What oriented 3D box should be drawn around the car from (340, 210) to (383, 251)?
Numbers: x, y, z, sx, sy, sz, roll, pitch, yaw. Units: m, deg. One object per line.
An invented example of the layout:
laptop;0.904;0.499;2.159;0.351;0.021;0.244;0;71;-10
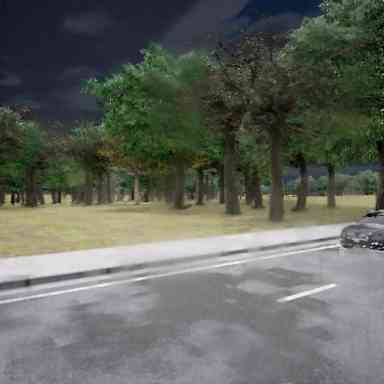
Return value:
car;7.869;1.494;13.317;4.892;1.490;1.837;0;0;-36
